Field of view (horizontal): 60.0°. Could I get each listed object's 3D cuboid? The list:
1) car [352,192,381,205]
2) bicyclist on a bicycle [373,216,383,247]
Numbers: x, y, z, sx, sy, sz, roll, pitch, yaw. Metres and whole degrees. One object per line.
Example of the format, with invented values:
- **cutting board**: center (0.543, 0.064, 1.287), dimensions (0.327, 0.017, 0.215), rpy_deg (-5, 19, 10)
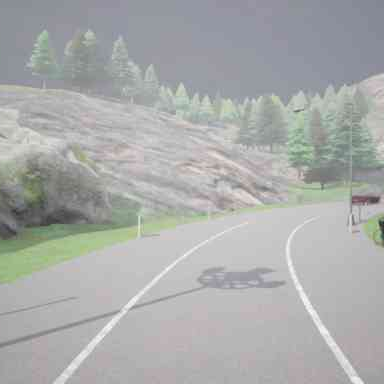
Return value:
- **car**: center (21.209, 0.746, 40.514), dimensions (5.008, 1.535, 1.882), rpy_deg (-2, 1, -38)
- **bicyclist on a bicycle**: center (7.949, 1.367, 13.114), dimensions (0.582, 1.620, 1.656), rpy_deg (-3, -1, -34)
